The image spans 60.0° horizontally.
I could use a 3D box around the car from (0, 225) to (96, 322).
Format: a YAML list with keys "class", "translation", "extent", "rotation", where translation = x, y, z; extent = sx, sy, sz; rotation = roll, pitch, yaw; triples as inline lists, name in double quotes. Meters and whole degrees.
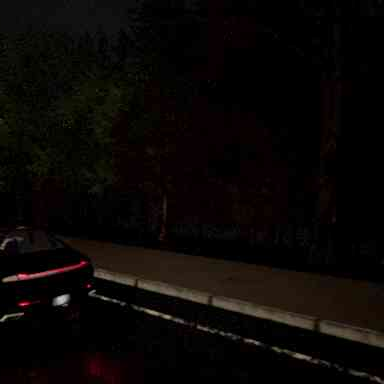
- class: "car"
  translation: [-3.972, 1.412, 6.519]
  extent: [4.902, 1.511, 2.128]
  rotation: [1, 0, 36]
